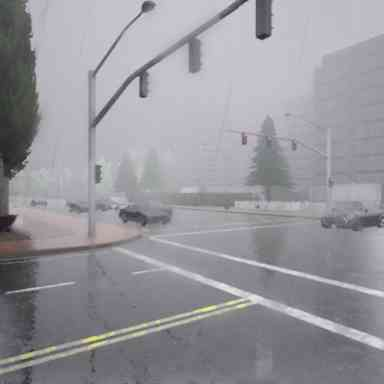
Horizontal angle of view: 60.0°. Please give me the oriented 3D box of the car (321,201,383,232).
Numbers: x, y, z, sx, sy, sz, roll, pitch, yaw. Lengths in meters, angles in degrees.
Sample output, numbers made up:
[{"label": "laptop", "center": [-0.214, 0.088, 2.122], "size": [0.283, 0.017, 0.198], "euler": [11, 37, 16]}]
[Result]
[{"label": "car", "center": [9.776, 1.352, 20.159], "size": [4.553, 1.767, 2.097], "euler": [0, 0, -38]}]

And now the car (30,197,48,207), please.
[{"label": "car", "center": [-24.337, 1.525, 52.922], "size": [1.812, 1.442, 4.674], "euler": [0, 0, -35]}]

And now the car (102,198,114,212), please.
[{"label": "car", "center": [-10.063, 1.492, 38.861], "size": [2.128, 1.511, 4.902], "euler": [0, 0, -36]}]

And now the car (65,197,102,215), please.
[{"label": "car", "center": [-11.417, 1.502, 34.739], "size": [1.837, 1.490, 4.892], "euler": [0, 1, -36]}]

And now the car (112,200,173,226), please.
[{"label": "car", "center": [-3.504, 1.547, 23.651], "size": [2.033, 1.411, 5.357], "euler": [0, 0, -34]}]

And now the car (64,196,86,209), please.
[{"label": "car", "center": [-17.274, 1.500, 48.969], "size": [1.837, 1.490, 4.892], "euler": [0, 1, -35]}]
